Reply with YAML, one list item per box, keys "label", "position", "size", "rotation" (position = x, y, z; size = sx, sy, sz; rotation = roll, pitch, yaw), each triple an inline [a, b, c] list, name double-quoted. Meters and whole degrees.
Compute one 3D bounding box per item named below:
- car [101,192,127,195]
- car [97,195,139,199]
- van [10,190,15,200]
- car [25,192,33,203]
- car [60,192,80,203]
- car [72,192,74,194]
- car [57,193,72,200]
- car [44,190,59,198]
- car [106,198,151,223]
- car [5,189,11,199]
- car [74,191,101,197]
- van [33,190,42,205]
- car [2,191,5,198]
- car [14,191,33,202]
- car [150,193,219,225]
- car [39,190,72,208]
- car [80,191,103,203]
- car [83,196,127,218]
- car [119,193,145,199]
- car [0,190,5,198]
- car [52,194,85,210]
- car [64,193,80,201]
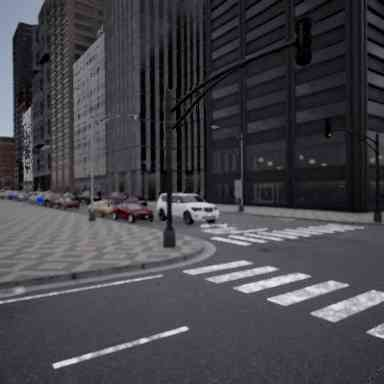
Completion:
- label: "car"
  position: [-10.632, 0.926, 47.653]
  size: [2.192, 1.841, 5.009]
  rotation: [0, 1, -36]
- label: "car"
  position: [-7.730, 1.327, 33.794]
  size: [2.033, 1.411, 5.357]
  rotation: [-1, 1, -34]
- label: "van"
  position: [-34.006, 0.760, 65.469]
  size: [1.690, 1.788, 3.998]
  rotation: [0, 1, -36]
- label: "car"
  position: [-24.132, 1.140, 51.789]
  size: [2.008, 1.369, 4.403]
  rotation: [0, 1, -36]
- label: "car"
  position: [-21.219, 0.853, 57.747]
  size: [2.097, 1.767, 4.553]
  rotation: [-1, 1, -36]
- label: "car"
  position: [-19.800, 1.159, 50.642]
  size: [1.994, 1.385, 4.181]
  rotation: [-1, 1, -36]
- label: "car"
  position: [-27.093, 0.881, 70.456]
  size: [1.887, 1.381, 4.507]
  rotation: [0, 1, -36]
- label: "car"
  position: [-33.675, 0.535, 79.575]
  size: [2.192, 1.841, 5.009]
  rotation: [0, 1, -36]
- label: "car"
  position: [-4.379, 1.431, 24.424]
  size: [1.887, 1.381, 4.507]
  rotation: [0, 1, -36]
- label: "car"
  position: [-37.298, 0.677, 70.029]
  size: [2.192, 1.841, 5.009]
  rotation: [0, 1, -36]
- label: "car"
  position: [-15.058, 0.823, 49.279]
  size: [2.150, 2.045, 5.566]
  rotation: [-1, 1, -38]
- label: "van"
  position: [-20.839, 0.984, 47.227]
  size: [1.690, 1.788, 3.998]
  rotation: [0, 1, -36]
- label: "car"
  position: [-40.591, 0.855, 74.591]
  size: [2.008, 1.369, 4.403]
  rotation: [0, 1, -36]
- label: "car"
  position: [-30.715, 0.917, 60.909]
  size: [1.967, 1.590, 4.097]
  rotation: [0, 1, -36]
- label: "car"
  position: [-0.470, 1.105, 23.701]
  size: [2.150, 2.045, 5.566]
  rotation: [-1, 1, -36]
- label: "car"
  position: [-17.546, 1.010, 42.665]
  size: [2.192, 1.841, 5.009]
  rotation: [0, 1, -36]
- label: "car"
  position: [-17.216, 0.820, 56.774]
  size: [2.192, 1.841, 5.009]
  rotation: [0, 1, -36]
- label: "car"
  position: [-7.572, 1.368, 28.847]
  size: [1.752, 1.417, 4.829]
  rotation: [0, 1, -36]
- label: "car"
  position: [-7.342, 1.228, 43.094]
  size: [1.947, 1.339, 4.313]
  rotation: [0, 1, -36]
- label: "car"
  position: [-43.883, 0.790, 79.151]
  size: [1.887, 1.381, 4.507]
  rotation: [0, 1, -36]
- label: "car"
  position: [-14.255, 1.290, 38.106]
  size: [1.887, 1.381, 4.507]
  rotation: [0, 1, -36]
- label: "car"
  position: [-23.801, 0.975, 65.897]
  size: [1.802, 1.307, 4.206]
  rotation: [0, 1, -36]
